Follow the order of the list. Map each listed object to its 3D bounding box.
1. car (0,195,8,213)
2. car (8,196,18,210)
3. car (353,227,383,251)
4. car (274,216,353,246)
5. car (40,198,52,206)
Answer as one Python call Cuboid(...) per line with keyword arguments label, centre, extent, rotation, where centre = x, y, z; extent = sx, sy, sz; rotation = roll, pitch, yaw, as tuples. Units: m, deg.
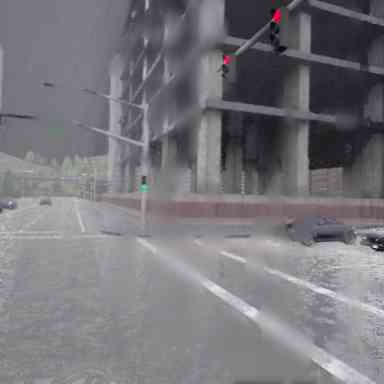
Cuboid(label="car", centre=(-20.867, 1.192, 33.984), extent=(2.150, 2.045, 5.566), rotation=(2, -1, -19))
Cuboid(label="car", centre=(-24.132, 1.374, 43.246), extent=(2.097, 1.767, 4.553), rotation=(2, -1, -20))
Cuboid(label="car", centre=(10.328, 2.025, 15.112), extent=(5.357, 1.411, 2.033), rotation=(2, -1, -20))
Cuboid(label="car", centre=(6.455, 1.971, 17.428), extent=(4.181, 1.385, 1.994), rotation=(2, -1, -20))
Cuboid(label="car", centre=(-26.898, 1.768, 61.271), extent=(2.033, 1.411, 5.357), rotation=(2, -1, -20))
